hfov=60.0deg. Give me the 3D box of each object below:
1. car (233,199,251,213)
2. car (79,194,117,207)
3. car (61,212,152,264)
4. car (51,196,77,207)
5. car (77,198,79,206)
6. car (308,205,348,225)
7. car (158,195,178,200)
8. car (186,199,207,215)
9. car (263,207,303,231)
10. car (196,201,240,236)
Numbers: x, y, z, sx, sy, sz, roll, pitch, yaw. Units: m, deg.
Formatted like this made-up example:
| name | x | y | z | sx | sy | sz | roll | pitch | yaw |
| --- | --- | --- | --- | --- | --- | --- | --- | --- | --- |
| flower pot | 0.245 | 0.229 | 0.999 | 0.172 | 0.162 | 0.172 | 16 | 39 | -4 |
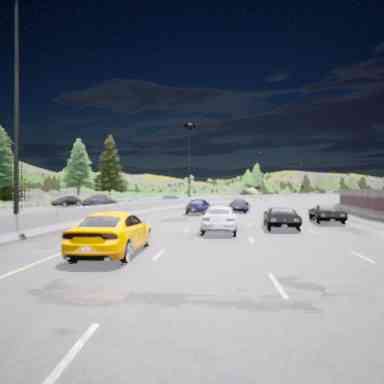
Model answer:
| name | x | y | z | sx | sy | sz | roll | pitch | yaw |
| --- | --- | --- | --- | --- | --- | --- | --- | --- | --- |
| car | 5.027 | 1.453 | 35.017 | 1.994 | 1.385 | 4.181 | 0 | 0 | 15 |
| car | -11.448 | 1.369 | 41.934 | 2.033 | 1.411 | 5.357 | 0 | 0 | 16 |
| car | -2.737 | 1.429 | 11.700 | 1.882 | 1.535 | 5.008 | 0 | 0 | 5 |
| car | -17.433 | 1.298 | 46.169 | 1.837 | 1.490 | 4.892 | 0 | 0 | 17 |
| car | -13.545 | 1.151 | 46.858 | 2.097 | 1.767 | 4.553 | 0 | 0 | 18 |
| car | 9.553 | 1.541 | 23.773 | 1.895 | 1.301 | 4.718 | 0 | 0 | 11 |
| car | -3.869 | 1.279 | 53.363 | 1.882 | 1.535 | 5.008 | 0 | 0 | 21 |
| car | 0.656 | 1.414 | 32.087 | 1.812 | 1.442 | 4.674 | 0 | 0 | 13 |
| car | 5.360 | 1.543 | 20.182 | 1.895 | 1.301 | 4.718 | 0 | 0 | 9 |
| car | 1.543 | 1.465 | 18.111 | 1.812 | 1.442 | 4.674 | 0 | 0 | 8 |
